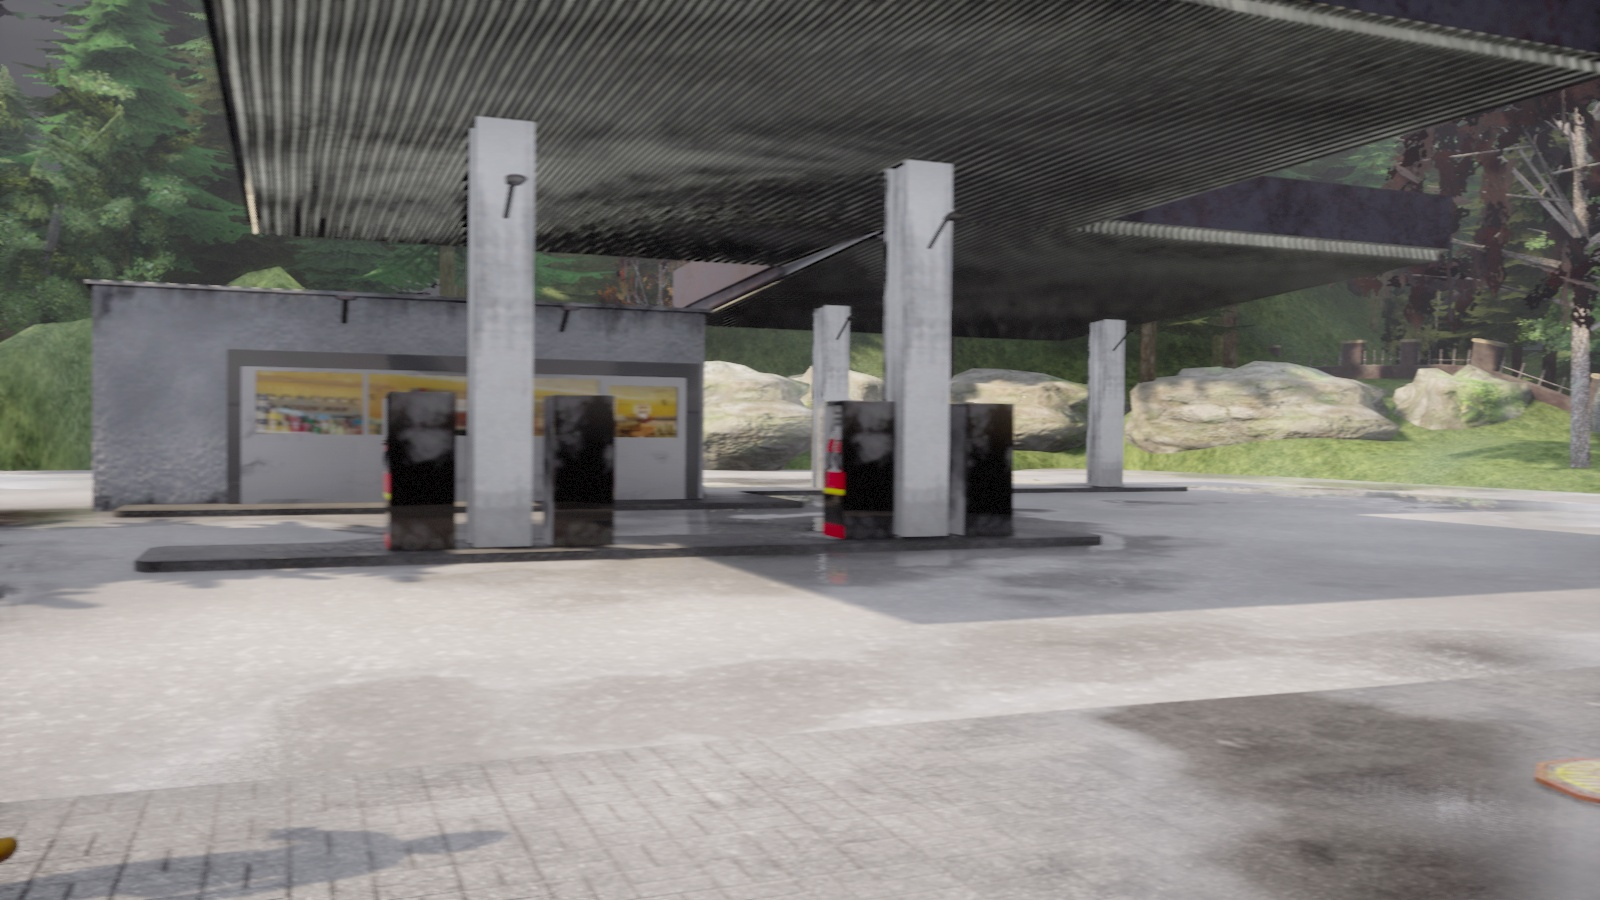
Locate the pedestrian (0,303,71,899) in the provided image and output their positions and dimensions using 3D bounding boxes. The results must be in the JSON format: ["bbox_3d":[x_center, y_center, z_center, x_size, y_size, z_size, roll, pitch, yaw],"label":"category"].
[{"bbox_3d":[-2.657,0.475,3.681,0.869,1.805,0.328,-1,1,-30],"label":"pedestrian"}]
